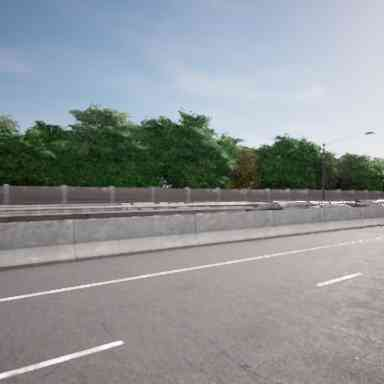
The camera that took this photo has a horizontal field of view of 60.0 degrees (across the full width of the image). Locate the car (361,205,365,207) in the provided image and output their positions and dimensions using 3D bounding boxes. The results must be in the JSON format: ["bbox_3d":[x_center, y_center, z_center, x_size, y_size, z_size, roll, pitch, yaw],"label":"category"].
[{"bbox_3d":[21.423,2.016,45.117,4.718,1.301,1.895,1,-1,-35],"label":"car"}]

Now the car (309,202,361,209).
[{"bbox_3d":[13.227,1.787,30.673,4.674,1.442,1.812,0,0,-36],"label":"car"}]

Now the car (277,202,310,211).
[{"bbox_3d":[11.148,1.778,33.490,4.892,1.490,1.837,0,0,-36],"label":"car"}]

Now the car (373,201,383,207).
[{"bbox_3d":[25.727,1.930,43.877,4.892,1.490,1.837,1,-1,-35],"label":"car"}]

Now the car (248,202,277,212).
[{"bbox_3d":[8.415,1.828,35.843,5.357,1.411,2.033,0,-1,-36],"label":"car"}]
